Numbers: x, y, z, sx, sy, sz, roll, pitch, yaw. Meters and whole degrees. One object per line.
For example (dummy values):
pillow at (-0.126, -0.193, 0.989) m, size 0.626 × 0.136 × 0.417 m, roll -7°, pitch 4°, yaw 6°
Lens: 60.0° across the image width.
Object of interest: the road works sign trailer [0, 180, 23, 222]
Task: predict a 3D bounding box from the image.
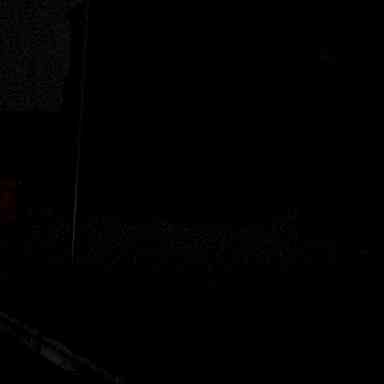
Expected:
road works sign trailer at (-10.927, 0.513, 17.090) m, size 2.880 × 2.380 × 3.560 m, roll 3°, pitch 3°, yaw -7°
